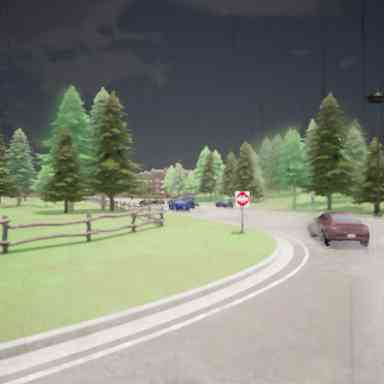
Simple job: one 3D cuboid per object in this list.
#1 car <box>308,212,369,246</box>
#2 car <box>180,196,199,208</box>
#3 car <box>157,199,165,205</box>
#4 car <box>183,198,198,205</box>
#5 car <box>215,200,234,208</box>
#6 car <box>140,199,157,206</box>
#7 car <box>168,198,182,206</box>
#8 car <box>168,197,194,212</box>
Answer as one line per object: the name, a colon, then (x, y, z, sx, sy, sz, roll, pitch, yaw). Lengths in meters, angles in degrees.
car: (6.938, 1.673, 16.005, 1.812, 1.442, 4.674, 0, 0, 9)
car: (-1.203, 1.708, 55.040, 2.150, 2.045, 5.566, 0, -1, -19)
car: (-7.211, 2.156, 71.944, 2.128, 1.511, 4.902, 0, -1, -19)
car: (-0.375, 2.130, 73.587, 1.882, 1.535, 5.008, 0, -1, -19)
car: (5.517, 2.035, 57.027, 1.812, 1.442, 4.674, 0, -1, -19)
car: (-9.263, 2.085, 67.483, 2.128, 1.511, 4.902, 0, 0, -19)
car: (-3.840, 2.168, 72.885, 1.812, 1.442, 4.674, 0, -1, -19)
car: (-1.813, 1.886, 46.176, 1.882, 1.535, 5.008, 0, 0, -19)
